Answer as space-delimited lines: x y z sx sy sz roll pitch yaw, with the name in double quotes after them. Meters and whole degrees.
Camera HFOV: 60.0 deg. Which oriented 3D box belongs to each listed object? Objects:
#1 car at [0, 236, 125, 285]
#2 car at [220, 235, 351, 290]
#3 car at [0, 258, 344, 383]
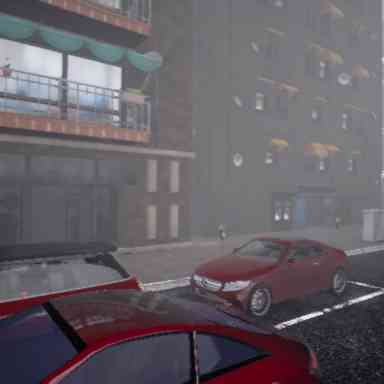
-2.637 1.443 4.219 4.097 1.590 1.967 1 -1 -35 "car"
1.917 1.657 7.464 4.206 1.307 1.802 1 -1 -35 "car"
-0.862 1.572 2.455 4.181 1.385 1.994 1 -1 -35 "car"
